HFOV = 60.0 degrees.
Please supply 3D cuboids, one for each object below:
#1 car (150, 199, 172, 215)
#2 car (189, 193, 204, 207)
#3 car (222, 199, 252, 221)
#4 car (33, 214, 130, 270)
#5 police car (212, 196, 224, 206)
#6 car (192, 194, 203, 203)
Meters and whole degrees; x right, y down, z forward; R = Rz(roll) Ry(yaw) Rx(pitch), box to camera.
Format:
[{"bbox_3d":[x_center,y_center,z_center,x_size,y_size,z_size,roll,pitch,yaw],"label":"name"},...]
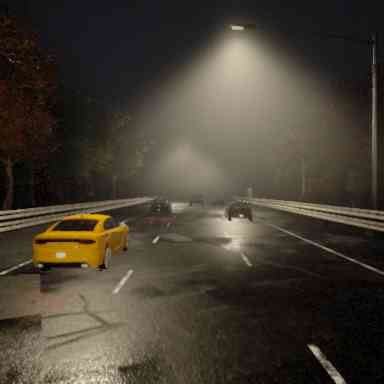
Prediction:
[{"bbox_3d":[-3.113,1.470,33.928,2.128,1.511,4.902,0,0,1],"label":"car"},{"bbox_3d":[0.747,1.185,52.134,2.150,2.045,5.566,0,0,2],"label":"car"},{"bbox_3d":[3.713,1.510,27.093,1.837,1.490,4.892,0,0,1],"label":"car"},{"bbox_3d":[-3.362,1.472,11.032,1.882,1.535,5.008,0,0,0],"label":"car"},{"bbox_3d":[4.174,1.395,52.884,1.930,1.638,5.238,0,0,1],"label":"police car"},{"bbox_3d":[1.133,1.296,68.886,2.097,1.767,4.553,0,0,2],"label":"car"}]
